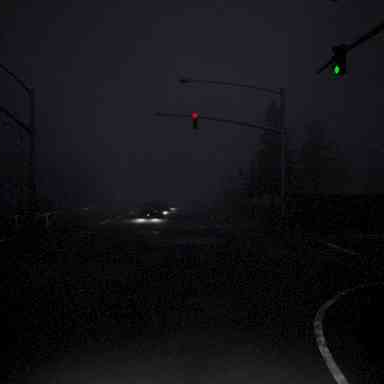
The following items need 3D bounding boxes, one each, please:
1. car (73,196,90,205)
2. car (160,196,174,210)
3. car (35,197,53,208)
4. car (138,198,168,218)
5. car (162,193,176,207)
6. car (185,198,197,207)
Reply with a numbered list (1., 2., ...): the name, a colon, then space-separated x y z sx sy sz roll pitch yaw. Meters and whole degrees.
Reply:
1. car: -17.597 1.373 52.990 1.845 1.501 3.633 0 0 0
2. car: -3.703 1.547 40.666 2.033 1.411 5.357 0 0 0
3. car: -20.631 1.384 45.590 1.970 1.475 3.806 0 0 0
4. car: -3.682 1.547 30.561 2.033 1.411 5.357 0 0 0
5. car: -3.678 1.221 51.019 2.150 2.045 5.566 0 0 -2
6. car: -0.137 1.600 51.214 1.895 1.301 4.718 0 0 0
